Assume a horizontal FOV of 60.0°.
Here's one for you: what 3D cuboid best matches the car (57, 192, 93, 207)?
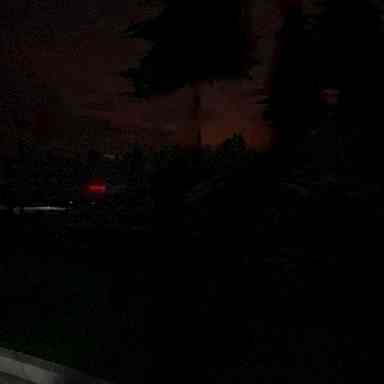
[{"bbox_3d":[-13.047,1.031,39.200,1.837,1.490,4.892,0,1,23],"label":"car"}]

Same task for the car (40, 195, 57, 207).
[{"bbox_3d":[-16.344,1.078,40.386,1.994,1.385,4.181,0,1,23],"label":"car"}]

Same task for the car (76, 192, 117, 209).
[{"bbox_3d":[-10.196,1.077,36.920,1.812,1.442,4.674,0,1,23],"label":"car"}]
